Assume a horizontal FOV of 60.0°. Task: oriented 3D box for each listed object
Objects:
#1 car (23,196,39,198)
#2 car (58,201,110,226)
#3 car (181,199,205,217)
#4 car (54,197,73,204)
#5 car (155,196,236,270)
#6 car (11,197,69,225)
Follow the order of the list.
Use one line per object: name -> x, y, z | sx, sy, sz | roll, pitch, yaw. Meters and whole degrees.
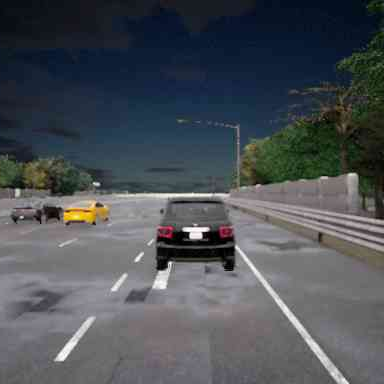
car -> -28.031, 1.516, 60.309 | 1.837, 1.490, 4.892 | 0, -1, 0
car -> -6.907, 1.327, 22.308 | 1.882, 1.535, 5.008 | 0, 0, 0
car -> 0.090, 1.396, 29.813 | 1.994, 1.385, 4.181 | 0, 0, 0
car -> -24.521, 1.646, 63.724 | 1.895, 1.301, 4.718 | 0, -1, 0
car -> 0.096, 1.139, 10.851 | 2.150, 2.045, 5.566 | 0, 0, 0
car -> -10.407, 1.341, 22.761 | 2.128, 1.511, 4.902 | 0, 0, 0
